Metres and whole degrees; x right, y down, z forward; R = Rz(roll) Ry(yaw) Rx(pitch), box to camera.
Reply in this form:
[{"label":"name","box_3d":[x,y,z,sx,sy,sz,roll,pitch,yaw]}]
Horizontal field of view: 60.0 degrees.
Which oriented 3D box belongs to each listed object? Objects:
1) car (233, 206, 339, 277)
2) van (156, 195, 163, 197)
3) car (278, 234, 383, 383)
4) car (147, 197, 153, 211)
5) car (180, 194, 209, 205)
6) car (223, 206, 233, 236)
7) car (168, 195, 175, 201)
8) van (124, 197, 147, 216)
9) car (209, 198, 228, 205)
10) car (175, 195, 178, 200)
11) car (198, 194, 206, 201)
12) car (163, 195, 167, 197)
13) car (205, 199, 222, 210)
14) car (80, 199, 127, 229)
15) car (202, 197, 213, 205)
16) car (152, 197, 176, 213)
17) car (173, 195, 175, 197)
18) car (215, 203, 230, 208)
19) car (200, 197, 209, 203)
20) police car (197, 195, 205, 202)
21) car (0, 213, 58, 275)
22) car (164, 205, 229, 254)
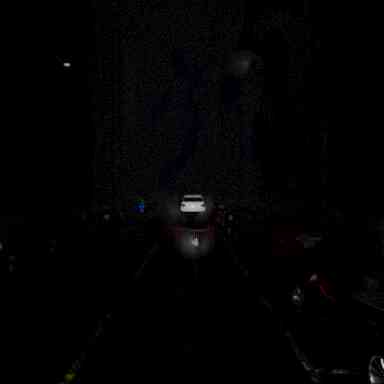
[{"label":"car","box_3d":[2.759,1.331,10.207,2.192,1.841,5.009,0,0,0]},{"label":"van","box_3d":[-5.769,1.422,49.654,1.690,1.788,3.998,0,0,0]},{"label":"car","box_3d":[2.760,1.573,4.570,1.947,1.339,4.313,0,0,0]},{"label":"car","box_3d":[-5.767,1.585,38.211,1.752,1.417,4.829,0,0,0]},{"label":"car","box_3d":[0.094,1.268,30.175,2.150,2.045,5.566,0,0,0]},{"label":"car","box_3d":[2.759,1.569,15.843,1.887,1.381,4.507,0,0,0]},{"label":"car","box_3d":[-5.771,1.704,94.576,1.752,1.417,4.829,0,0,0]},{"label":"van","box_3d":[-5.768,1.391,32.744,1.690,1.788,3.998,0,0,0]},{"label":"car","box_3d":[2.758,1.491,32.751,1.967,1.590,4.097,0,0,0]},{"label":"car","box_3d":[-3.004,1.456,78.329,1.994,1.385,4.181,0,0,0]},{"label":"car","box_3d":[2.752,1.495,94.751,2.192,1.841,5.009,0,0,0]},{"label":"car","box_3d":[-5.769,1.532,55.290,1.967,1.590,4.097,0,0,0]},{"label":"car","box_3d":[2.757,1.636,44.024,1.947,1.339,4.313,0,0,0]},{"label":"car","box_3d":[-5.767,1.473,21.471,1.967,1.590,4.097,0,0,0]},{"label":"car","box_3d":[2.756,1.685,60.933,1.802,1.307,4.206,0,0,0]},{"label":"car","box_3d":[-3.098,1.584,37.527,1.812,1.442,4.674,0,0,0]},{"label":"car","box_3d":[-5.770,1.689,77.836,2.008,1.369,4.403,0,0,0]},{"label":"car","box_3d":[2.759,1.599,21.479,1.947,1.339,4.313,0,0,0]},{"label":"car","box_3d":[2.756,1.708,72.206,1.802,1.307,4.206,0,0,0]},{"label":"police car","box_3d":[2.361,1.579,84.842,1.930,1.638,5.238,0,0,0]},{"label":"car","box_3d":[-5.766,1.456,10.197,1.967,1.590,4.097,0,0,0]},{"label":"car","box_3d":[0.089,1.512,13.543,2.128,1.511,4.902,0,0,0]}]
